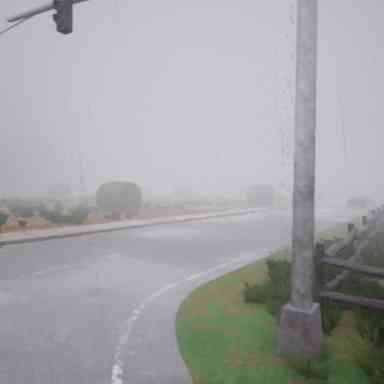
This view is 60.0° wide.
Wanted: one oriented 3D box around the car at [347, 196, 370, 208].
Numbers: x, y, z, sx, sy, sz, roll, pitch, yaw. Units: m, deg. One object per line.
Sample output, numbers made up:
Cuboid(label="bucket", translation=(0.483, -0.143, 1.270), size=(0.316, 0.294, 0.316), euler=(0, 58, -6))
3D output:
Cuboid(label="car", translation=(21.471, 1.281, 43.281), size=(1.837, 1.490, 4.892), euler=(1, 1, 34))

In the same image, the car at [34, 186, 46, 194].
Cuboid(label="car", translation=(-35.314, -0.365, 77.596), size=(1.905, 1.878, 3.866), euler=(7, 1, -12))

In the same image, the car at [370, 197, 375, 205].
Cuboid(label="car", translation=(27.081, 1.318, 51.637), size=(1.994, 1.385, 4.181), euler=(1, 1, 34))
